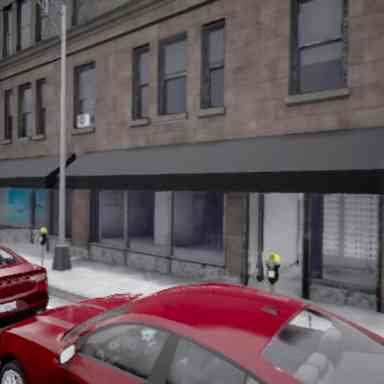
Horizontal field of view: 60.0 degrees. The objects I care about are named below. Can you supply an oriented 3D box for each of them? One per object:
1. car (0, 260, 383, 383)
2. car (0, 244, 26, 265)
[{"bbox_3d":[-0.009,1.544,2.958,4.507,1.381,1.887,0,1,36],"label":"car"},{"bbox_3d":[-4.491,1.540,6.155,4.507,1.381,1.887,0,1,36],"label":"car"}]
